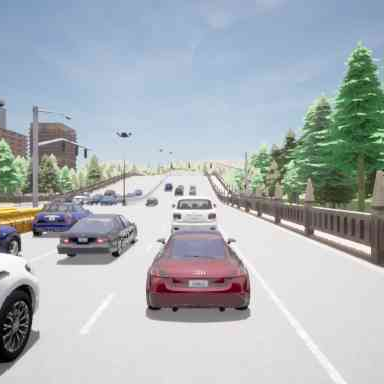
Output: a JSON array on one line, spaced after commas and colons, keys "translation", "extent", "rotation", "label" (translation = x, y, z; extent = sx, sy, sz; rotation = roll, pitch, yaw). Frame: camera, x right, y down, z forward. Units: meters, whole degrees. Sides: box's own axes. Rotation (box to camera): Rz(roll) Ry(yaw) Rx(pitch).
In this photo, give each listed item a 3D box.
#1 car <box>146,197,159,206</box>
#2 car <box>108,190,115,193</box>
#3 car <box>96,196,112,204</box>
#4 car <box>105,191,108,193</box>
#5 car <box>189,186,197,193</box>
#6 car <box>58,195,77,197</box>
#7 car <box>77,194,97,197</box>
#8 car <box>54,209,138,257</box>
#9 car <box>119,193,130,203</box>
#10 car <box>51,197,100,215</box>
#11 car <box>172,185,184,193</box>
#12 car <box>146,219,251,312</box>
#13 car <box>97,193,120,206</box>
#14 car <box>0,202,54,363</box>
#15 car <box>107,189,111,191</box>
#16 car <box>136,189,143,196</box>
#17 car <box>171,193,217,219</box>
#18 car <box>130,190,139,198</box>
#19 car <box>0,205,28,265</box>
[{"translation": [-6.689, 1.540, 56.202], "extent": [2.033, 1.411, 5.357], "rotation": [0, 0, -3], "label": "car"}, {"translation": [-17.398, 1.002, 76.188], "extent": [1.895, 1.301, 4.718], "rotation": [0, 3, 0], "label": "car"}, {"translation": [-17.444, 1.499, 66.244], "extent": [1.895, 1.301, 4.718], "rotation": [0, 2, 0], "label": "car"}, {"translation": [-20.914, 1.101, 73.879], "extent": [2.033, 1.411, 5.357], "rotation": [0, 3, 0], "label": "car"}, {"translation": [0.168, -0.022, 86.368], "extent": [2.128, 1.511, 4.902], "rotation": [0, 7, 0], "label": "car"}, {"translation": [-21.081, 1.351, 54.206], "extent": [2.097, 1.767, 4.553], "rotation": [0, 0, 2], "label": "car"}, {"translation": [-17.505, 1.484, 57.110], "extent": [2.128, 1.511, 4.902], "rotation": [0, 0, 1], "label": "car"}, {"translation": [-3.394, 1.547, 12.912], "extent": [2.033, 1.411, 5.357], "rotation": [0, 0, 0], "label": "car"}, {"translation": [-13.963, 1.448, 65.362], "extent": [1.812, 1.442, 4.674], "rotation": [0, 1, 0], "label": "car"}, {"translation": [-6.935, 1.352, 18.492], "extent": [2.097, 1.767, 4.553], "rotation": [0, 0, -1], "label": "car"}, {"translation": [-3.334, -0.282, 85.970], "extent": [2.150, 2.045, 5.566], "rotation": [0, 7, 0], "label": "car"}, {"translation": [0.109, 1.564, 7.803], "extent": [1.994, 1.385, 4.181], "rotation": [0, 0, 0], "label": "car"}, {"translation": [-14.016, 1.471, 56.054], "extent": [1.882, 1.535, 5.008], "rotation": [0, 0, 0], "label": "car"}, {"translation": [-3.396, 1.221, 2.721], "extent": [2.150, 2.045, 5.566], "rotation": [0, 0, 0], "label": "car"}, {"translation": [-20.846, 0.179, 84.219], "extent": [1.882, 1.535, 5.008], "rotation": [0, 6, 0], "label": "car"}, {"translation": [-13.839, 0.049, 85.362], "extent": [1.882, 1.535, 5.008], "rotation": [0, 6, 0], "label": "car"}, {"translation": [0.115, 1.222, 17.210], "extent": [2.150, 2.045, 5.566], "rotation": [0, 0, 0], "label": "car"}, {"translation": [-13.905, 0.943, 75.236], "extent": [1.882, 1.535, 5.008], "rotation": [0, 3, 0], "label": "car"}, {"translation": [-6.892, 1.352, 9.562], "extent": [2.097, 1.767, 4.553], "rotation": [0, 0, 0], "label": "car"}]
